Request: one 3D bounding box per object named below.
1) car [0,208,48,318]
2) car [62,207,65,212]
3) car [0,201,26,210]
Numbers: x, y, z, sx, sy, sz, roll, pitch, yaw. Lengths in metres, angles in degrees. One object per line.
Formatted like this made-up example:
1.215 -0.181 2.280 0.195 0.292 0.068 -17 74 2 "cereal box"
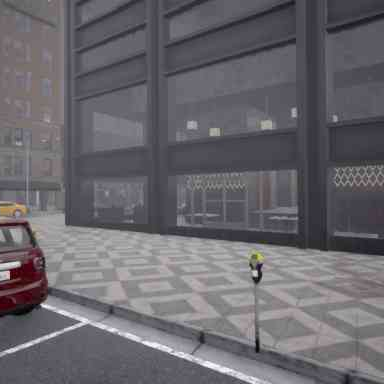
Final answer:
-4.743 1.317 6.248 5.009 1.841 2.192 0 -1 36 "car"
-12.461 1.794 39.157 2.033 1.411 5.357 -1 -1 35 "car"
-18.234 1.642 31.175 1.882 1.535 5.008 -1 -1 36 "car"
